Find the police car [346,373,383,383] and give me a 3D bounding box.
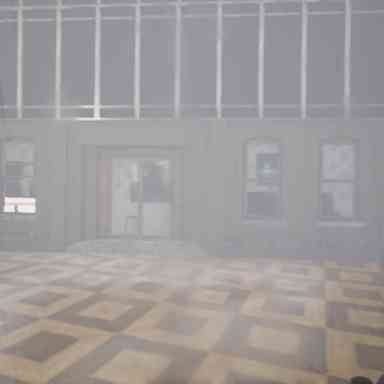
[{"bbox_3d":[3.501,1.475,1.679,5.238,1.638,1.930,1,0,4],"label":"police car"}]
